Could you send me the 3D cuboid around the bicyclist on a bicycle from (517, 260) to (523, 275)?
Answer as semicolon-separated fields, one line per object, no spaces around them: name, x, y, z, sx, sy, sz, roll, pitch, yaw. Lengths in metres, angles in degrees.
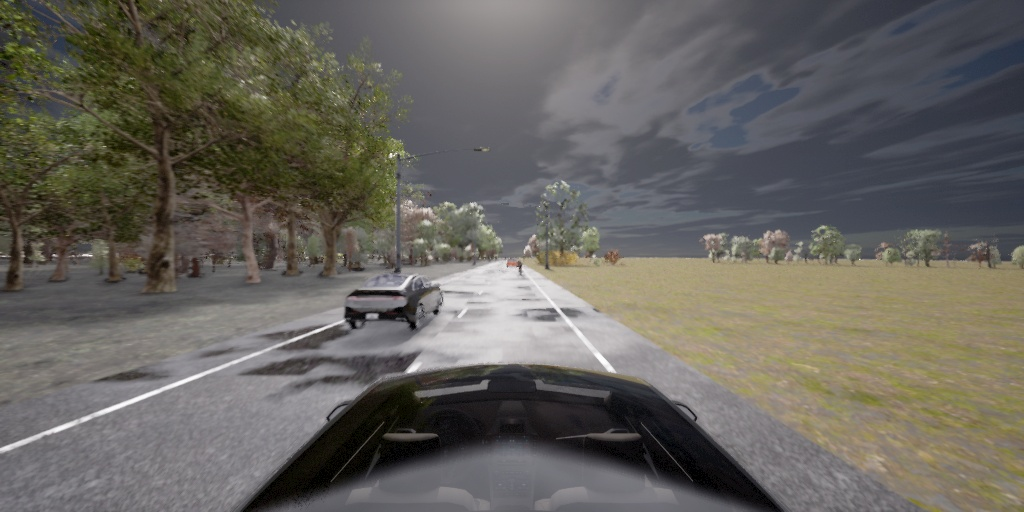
bicyclist on a bicycle;0.956;1.311;39.242;0.582;1.620;1.656;0;-1;0

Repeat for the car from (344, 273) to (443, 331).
car;-3.405;1.269;11.147;2.128;1.511;4.902;0;0;0

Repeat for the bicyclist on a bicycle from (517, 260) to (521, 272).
bicyclist on a bicycle;0.953;1.337;48.185;0.582;1.620;1.656;0;-1;0
